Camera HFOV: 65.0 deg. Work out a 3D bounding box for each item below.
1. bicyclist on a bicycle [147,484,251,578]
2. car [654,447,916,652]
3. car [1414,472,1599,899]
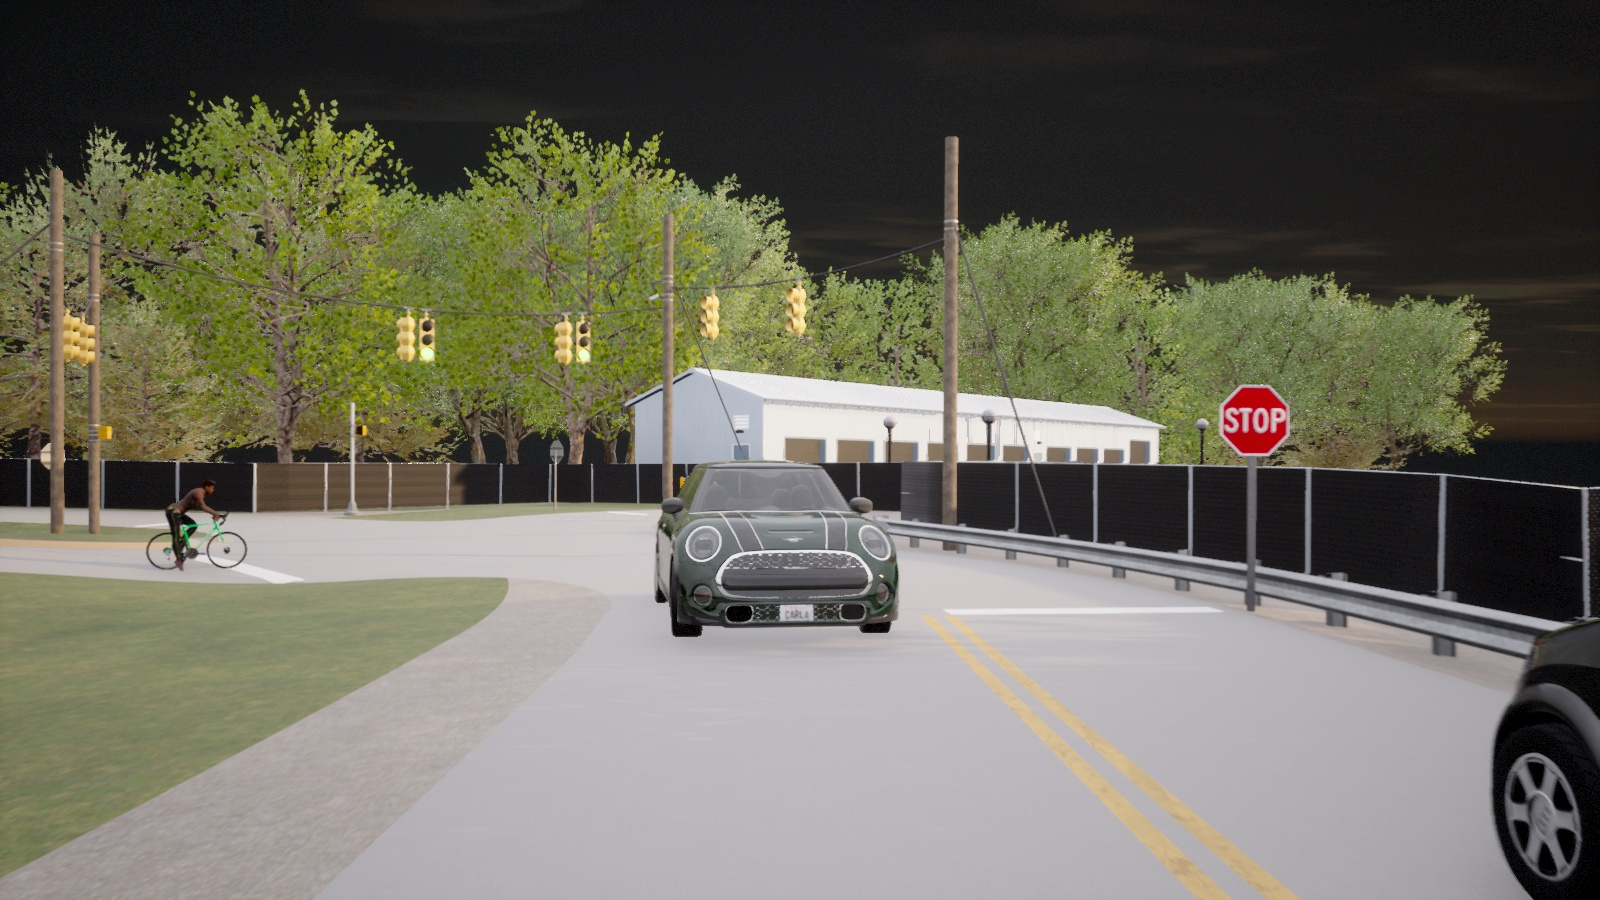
[{"bbox_3d":[-10.853,1.437,22.697,1.656,1.620,0.582,1,1,-26],"label":"bicyclist on a bicycle"},{"bbox_3d":[-0.378,0.892,13.258,2.097,1.767,4.553,0,-1,-9],"label":"car"},{"bbox_3d":[3.482,0.835,3.400,1.789,1.549,3.705,0,-1,0],"label":"car"}]
